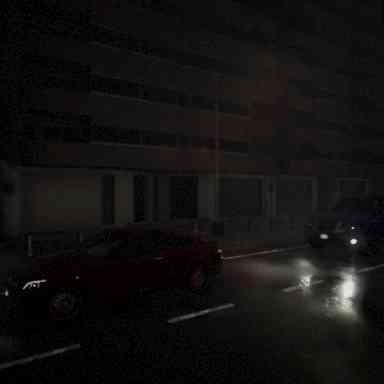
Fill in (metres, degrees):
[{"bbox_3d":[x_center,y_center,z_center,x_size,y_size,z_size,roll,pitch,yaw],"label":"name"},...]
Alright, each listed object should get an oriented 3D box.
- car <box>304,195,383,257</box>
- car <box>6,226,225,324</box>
[{"bbox_3d":[6.806,1.151,12.931,5.566,2.045,2.150,0,0,-34],"label":"car"},{"bbox_3d":[-1.376,1.509,7.254,4.674,1.442,1.812,0,0,-35],"label":"car"}]
